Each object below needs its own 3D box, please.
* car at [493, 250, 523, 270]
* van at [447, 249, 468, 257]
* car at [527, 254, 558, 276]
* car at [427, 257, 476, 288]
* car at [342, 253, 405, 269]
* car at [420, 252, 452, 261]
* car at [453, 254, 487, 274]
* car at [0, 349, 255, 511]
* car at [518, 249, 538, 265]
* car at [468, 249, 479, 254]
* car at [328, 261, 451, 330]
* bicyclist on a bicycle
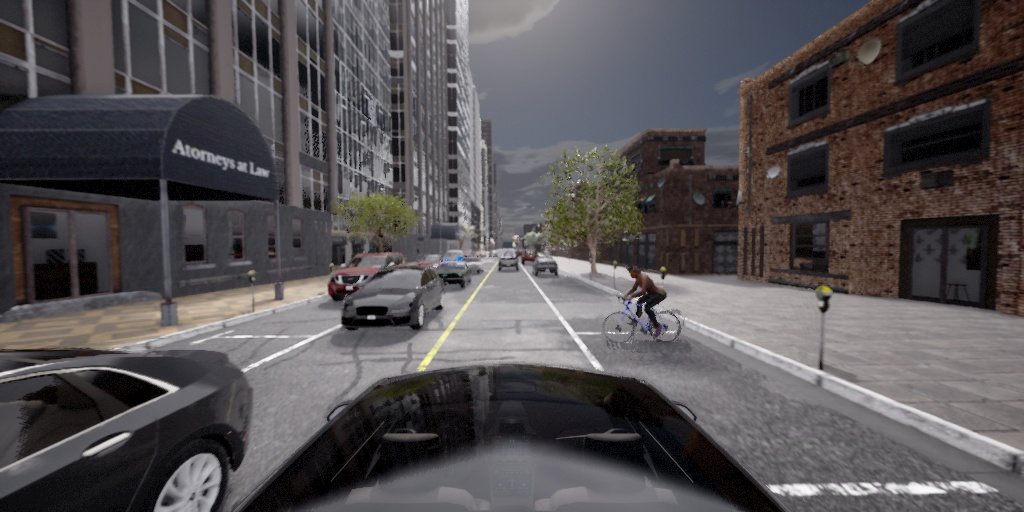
[{"bbox_3d":[-0.312,0.509,33.364,2.128,1.511,4.902,0,1,0],"label":"car"},{"bbox_3d":[-6.117,0.287,38.478,1.690,1.789,3.998,0,0,-1],"label":"van"},{"bbox_3d":[2.417,0.699,26.767,2.007,1.370,4.403,0,0,-1],"label":"car"},{"bbox_3d":[-3.299,0.958,19.778,1.895,1.301,4.718,0,1,-1],"label":"car"},{"bbox_3d":[-5.944,0.790,15.618,2.192,1.841,5.009,0,0,-1],"label":"car"},{"bbox_3d":[-5.987,0.659,26.685,1.967,1.591,4.097,0,0,-1],"label":"car"},{"bbox_3d":[-3.387,0.729,29.689,1.895,1.301,4.718,0,1,0],"label":"car"},{"bbox_3d":[-3.072,1.295,1.039,1.837,1.490,4.892,0,1,-1],"label":"car"},{"bbox_3d":[2.196,0.062,44.100,2.192,1.841,5.009,0,0,-1],"label":"car"},{"bbox_3d":[-6.250,0.004,49.544,2.192,1.841,5.009,0,0,-1],"label":"car"},{"bbox_3d":[-3.194,1.076,10.505,1.837,1.490,4.892,0,1,-1],"label":"car"},{"bbox_3d":[2.700,1.024,7.457,1.656,1.620,0.582,-1,1,-1],"label":"bicyclist on a bicycle"}]
